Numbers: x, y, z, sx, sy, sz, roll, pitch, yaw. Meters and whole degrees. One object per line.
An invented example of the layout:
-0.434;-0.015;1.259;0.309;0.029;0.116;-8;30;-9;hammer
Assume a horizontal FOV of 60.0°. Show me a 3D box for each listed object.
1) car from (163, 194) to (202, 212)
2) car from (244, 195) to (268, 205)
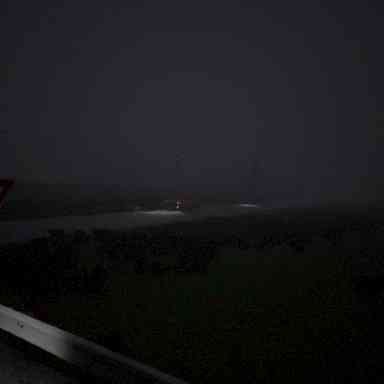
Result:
-0.878;0.972;33.693;2.097;1.767;4.553;3;1;33;car
9.676;1.173;49.633;2.033;1.411;5.357;3;1;33;car
